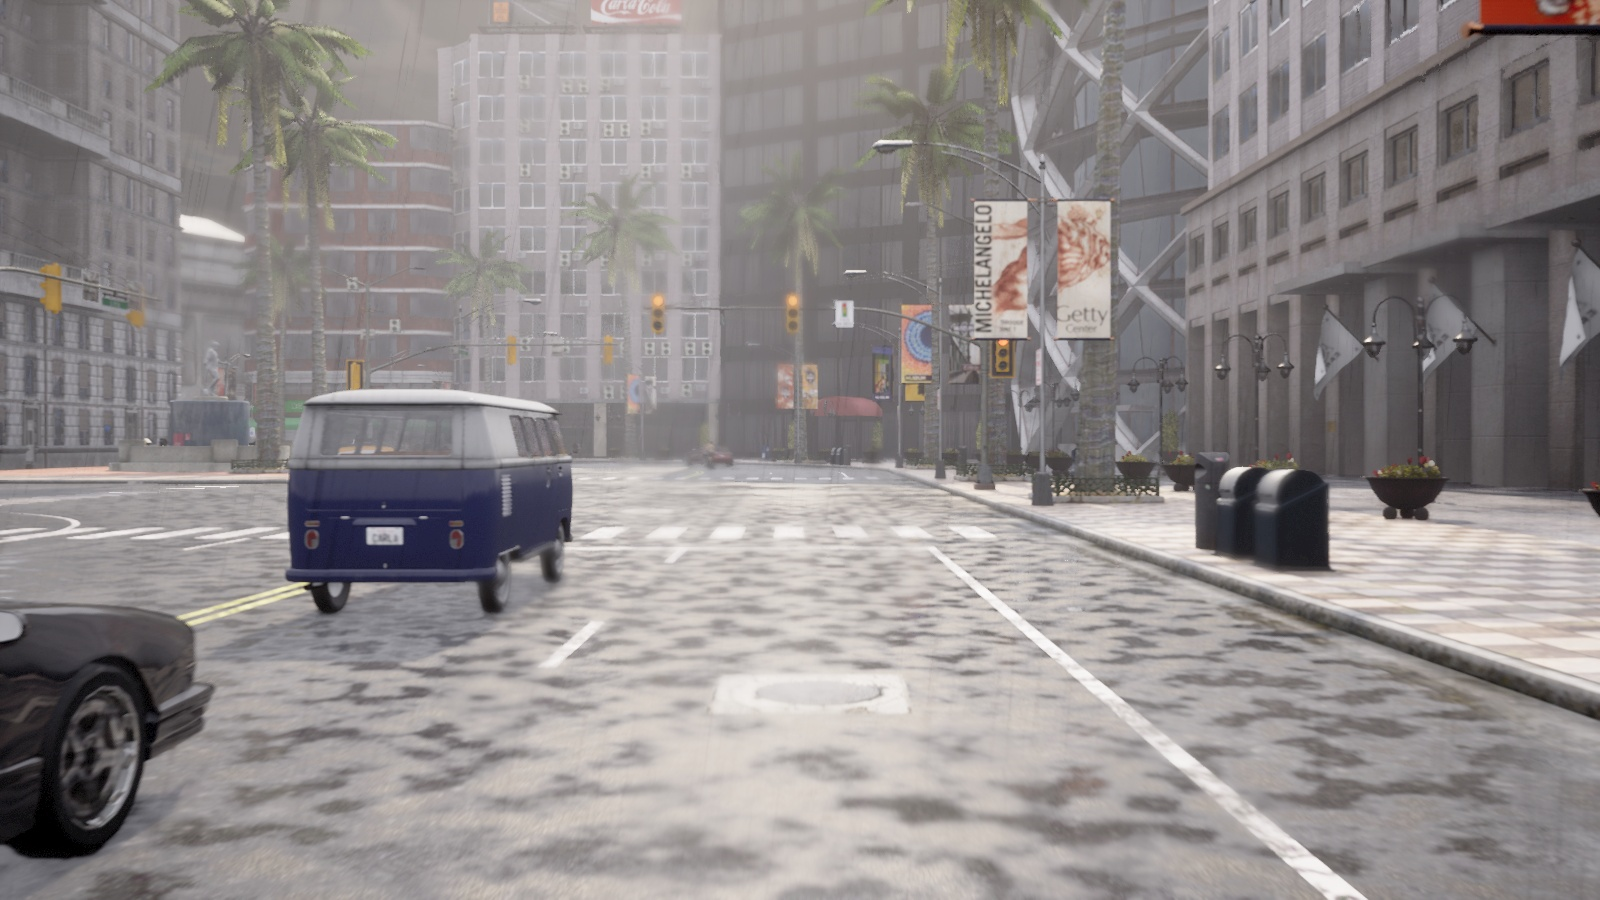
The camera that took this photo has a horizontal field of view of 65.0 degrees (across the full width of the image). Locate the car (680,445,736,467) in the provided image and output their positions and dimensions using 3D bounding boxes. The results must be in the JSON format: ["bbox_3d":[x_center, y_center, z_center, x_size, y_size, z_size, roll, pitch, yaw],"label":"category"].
[{"bbox_3d":[-6.017,0.344,81.861,1.994,1.385,4.181,0,0,-31],"label":"car"}]

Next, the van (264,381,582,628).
[{"bbox_3d":[-3.413,0.427,12.315,1.775,1.987,4.442,0,0,0],"label":"van"}]

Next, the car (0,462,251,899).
[{"bbox_3d":[-3.470,0.775,2.890,2.033,1.411,5.357,0,0,0],"label":"car"}]
